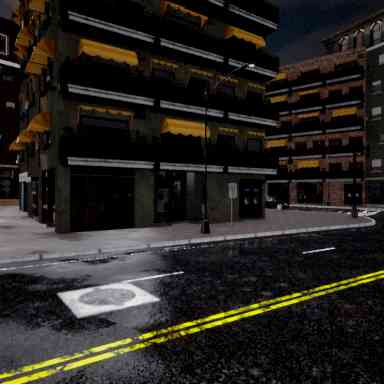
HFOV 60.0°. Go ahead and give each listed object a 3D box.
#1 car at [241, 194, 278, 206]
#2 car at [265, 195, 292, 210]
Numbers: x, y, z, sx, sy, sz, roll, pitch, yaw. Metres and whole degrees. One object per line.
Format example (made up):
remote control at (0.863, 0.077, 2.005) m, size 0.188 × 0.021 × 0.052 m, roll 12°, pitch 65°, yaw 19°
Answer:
car at (9.110, 1.073, 44.868) m, size 4.403 × 1.369 × 2.008 m, roll 1°, pitch 0°, yaw 38°
car at (8.234, 1.162, 34.887) m, size 4.403 × 1.369 × 2.008 m, roll 1°, pitch 0°, yaw 38°
